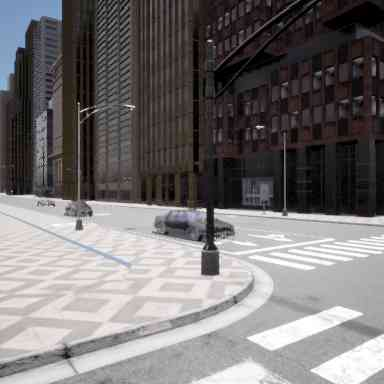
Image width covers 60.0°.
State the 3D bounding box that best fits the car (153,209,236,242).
[{"bbox_3d":[-0.106,1.631,17.407,2.033,1.411,5.357,0,0,-35],"label":"car"}]

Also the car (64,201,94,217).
[{"bbox_3d":[-11.435,1.685,33.462,1.837,1.490,4.892,0,0,-35],"label":"car"}]

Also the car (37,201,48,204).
[{"bbox_3d":[-20.302,1.404,46.175,2.033,1.411,5.357,0,0,-35],"label":"car"}]
